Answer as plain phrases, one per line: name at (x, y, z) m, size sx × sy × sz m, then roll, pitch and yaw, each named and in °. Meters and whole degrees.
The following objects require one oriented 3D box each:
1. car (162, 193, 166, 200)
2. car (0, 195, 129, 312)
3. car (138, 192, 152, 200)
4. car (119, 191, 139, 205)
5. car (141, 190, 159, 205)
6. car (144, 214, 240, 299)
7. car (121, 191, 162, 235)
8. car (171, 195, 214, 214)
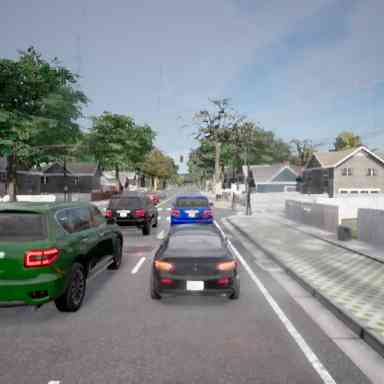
car at (-6.463, 0.870, 68.118) m, size 1.994 × 1.385 × 4.181 m, roll 0°, pitch 2°, yaw 0°
car at (-3.185, 1.208, 7.815) m, size 2.150 × 2.045 × 5.566 m, roll 0°, pitch 0°, yaw 1°
car at (-9.708, 0.800, 68.809) m, size 2.128 × 1.511 × 4.902 m, roll 0°, pitch 1°, yaw 0°
car at (-9.822, 0.820, 52.175) m, size 2.150 × 2.045 × 5.566 m, roll 0°, pitch 0°, yaw 0°
car at (-6.561, 0.816, 52.286) m, size 2.150 × 2.045 × 5.566 m, roll 0°, pitch 1°, yaw 0°
car at (0.071, 1.511, 8.281) m, size 1.812 × 1.442 × 4.674 m, roll 0°, pitch 0°, yaw 0°
car at (-3.215, 1.153, 18.440) m, size 2.150 × 2.045 × 5.566 m, roll 0°, pitch 0°, yaw 1°
car at (0.033, 1.154, 18.314) m, size 2.150 × 2.045 × 5.566 m, roll 0°, pitch 0°, yaw 1°
